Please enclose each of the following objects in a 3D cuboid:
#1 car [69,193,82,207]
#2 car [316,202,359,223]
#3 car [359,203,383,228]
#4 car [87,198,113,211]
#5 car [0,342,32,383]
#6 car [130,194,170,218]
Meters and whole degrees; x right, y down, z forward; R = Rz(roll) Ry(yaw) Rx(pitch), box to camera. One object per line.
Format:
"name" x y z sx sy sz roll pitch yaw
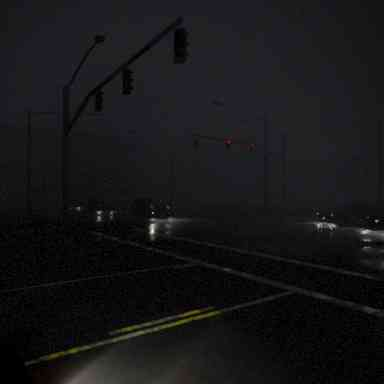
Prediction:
"car" -18.487 1.210 52.073 2.150 2.045 5.566 0 1 -20
"car" 11.899 1.487 24.950 5.357 1.411 2.033 0 0 -24
"car" 12.824 1.452 20.747 4.892 1.490 1.837 0 0 -33
"car" -11.356 1.519 40.921 1.812 1.442 4.674 0 0 -36
"car" -3.490 1.549 1.317 5.357 1.411 2.033 0 0 -35
"car" -3.891 1.346 30.568 2.097 1.767 4.553 0 0 -36
